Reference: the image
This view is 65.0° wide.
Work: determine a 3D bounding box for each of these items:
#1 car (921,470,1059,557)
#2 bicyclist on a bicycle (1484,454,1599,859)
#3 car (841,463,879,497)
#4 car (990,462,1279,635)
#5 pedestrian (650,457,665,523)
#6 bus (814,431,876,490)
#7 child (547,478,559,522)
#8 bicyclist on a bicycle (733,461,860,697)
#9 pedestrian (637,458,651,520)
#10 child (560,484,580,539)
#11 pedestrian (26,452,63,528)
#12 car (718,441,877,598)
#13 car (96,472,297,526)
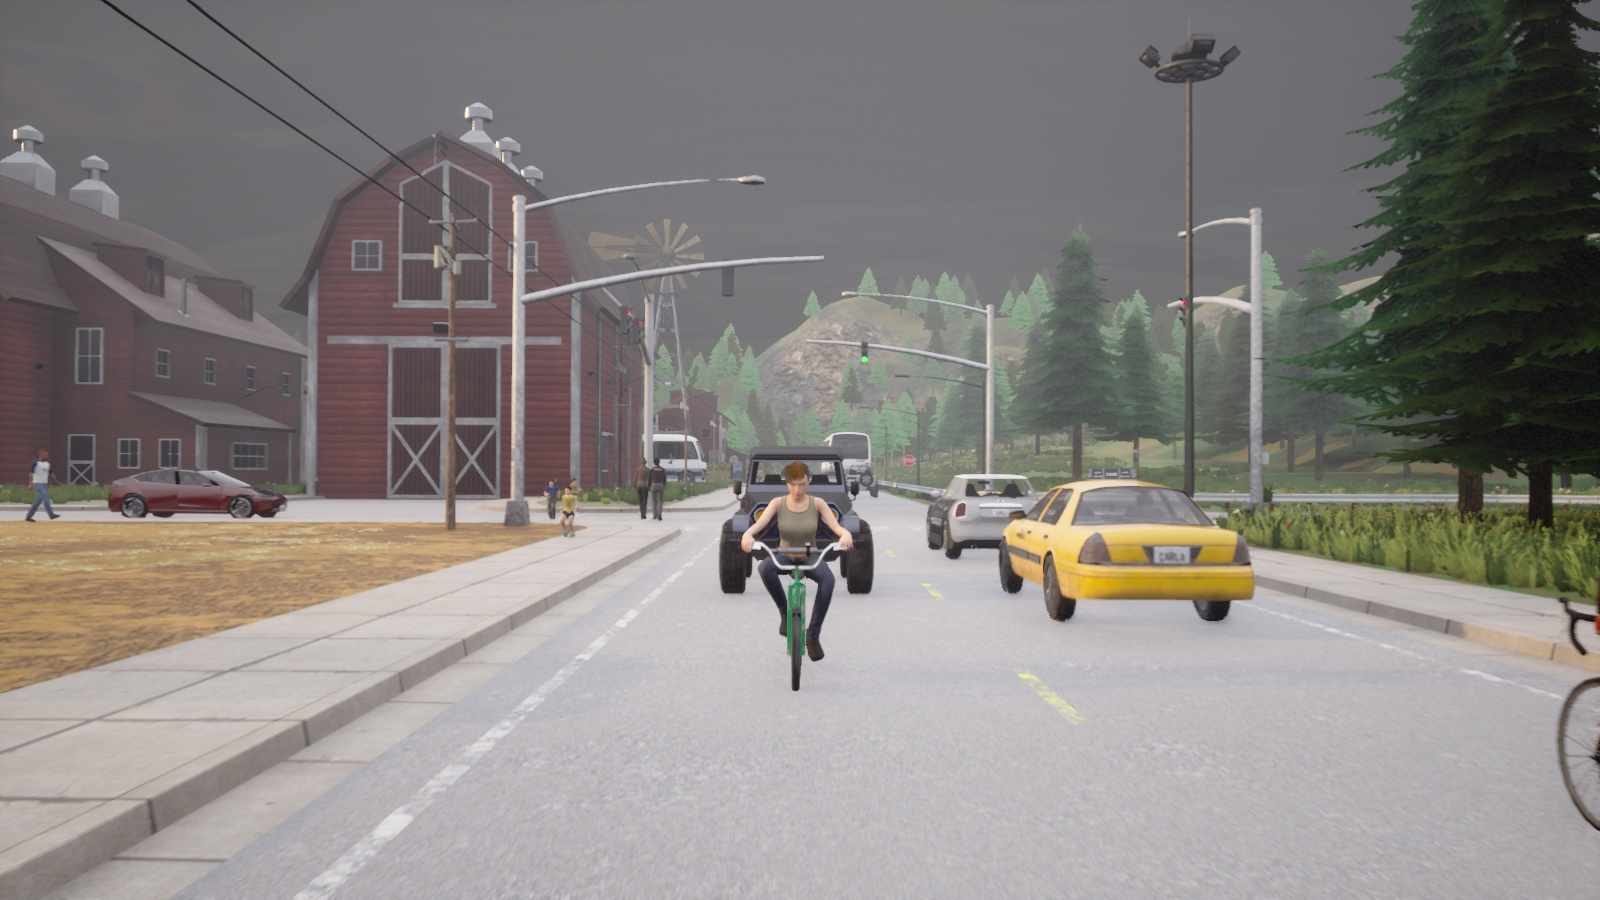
[{"bbox_3d":[3.445,1.117,23.444,1.970,1.475,3.806,0,-1,0],"label":"car"},{"bbox_3d":[3.488,0.827,5.015,0.582,1.620,1.656,0,-1,0],"label":"bicyclist on a bicycle"},{"bbox_3d":[3.334,1.678,70.502,1.932,1.855,4.605,0,-1,0],"label":"car"},{"bbox_3d":[3.467,0.950,14.181,1.801,1.575,5.366,0,-1,0],"label":"car"},{"bbox_3d":[-4.193,1.162,37.044,0.402,1.930,0.666,0,-1,-4],"label":"pedestrian"},{"bbox_3d":[3.412,0.905,98.395,3.944,4.253,10.273,1,-2,-3],"label":"bus"},{"bbox_3d":[-7.109,1.441,36.156,0.270,1.263,0.437,0,-1,-5],"label":"child"},{"bbox_3d":[-0.015,0.890,9.371,0.866,1.612,1.509,0,0,1],"label":"bicyclist on a bicycle"},{"bbox_3d":[-4.678,1.173,37.618,0.331,1.846,0.634,0,-1,2],"label":"pedestrian"},{"bbox_3d":[-4.684,1.246,25.611,0.255,1.110,0.394,0,-1,15],"label":"child"},{"bbox_3d":[-18.594,0.980,30.903,0.706,1.836,0.354,0,-1,8],"label":"pedestrian"},{"bbox_3d":[-0.042,0.865,17.015,1.905,1.878,3.866,0,-1,0],"label":"car"},{"bbox_3d":[-17.399,1.400,36.411,4.792,1.488,2.163,0,-1,-1],"label":"car"}]
